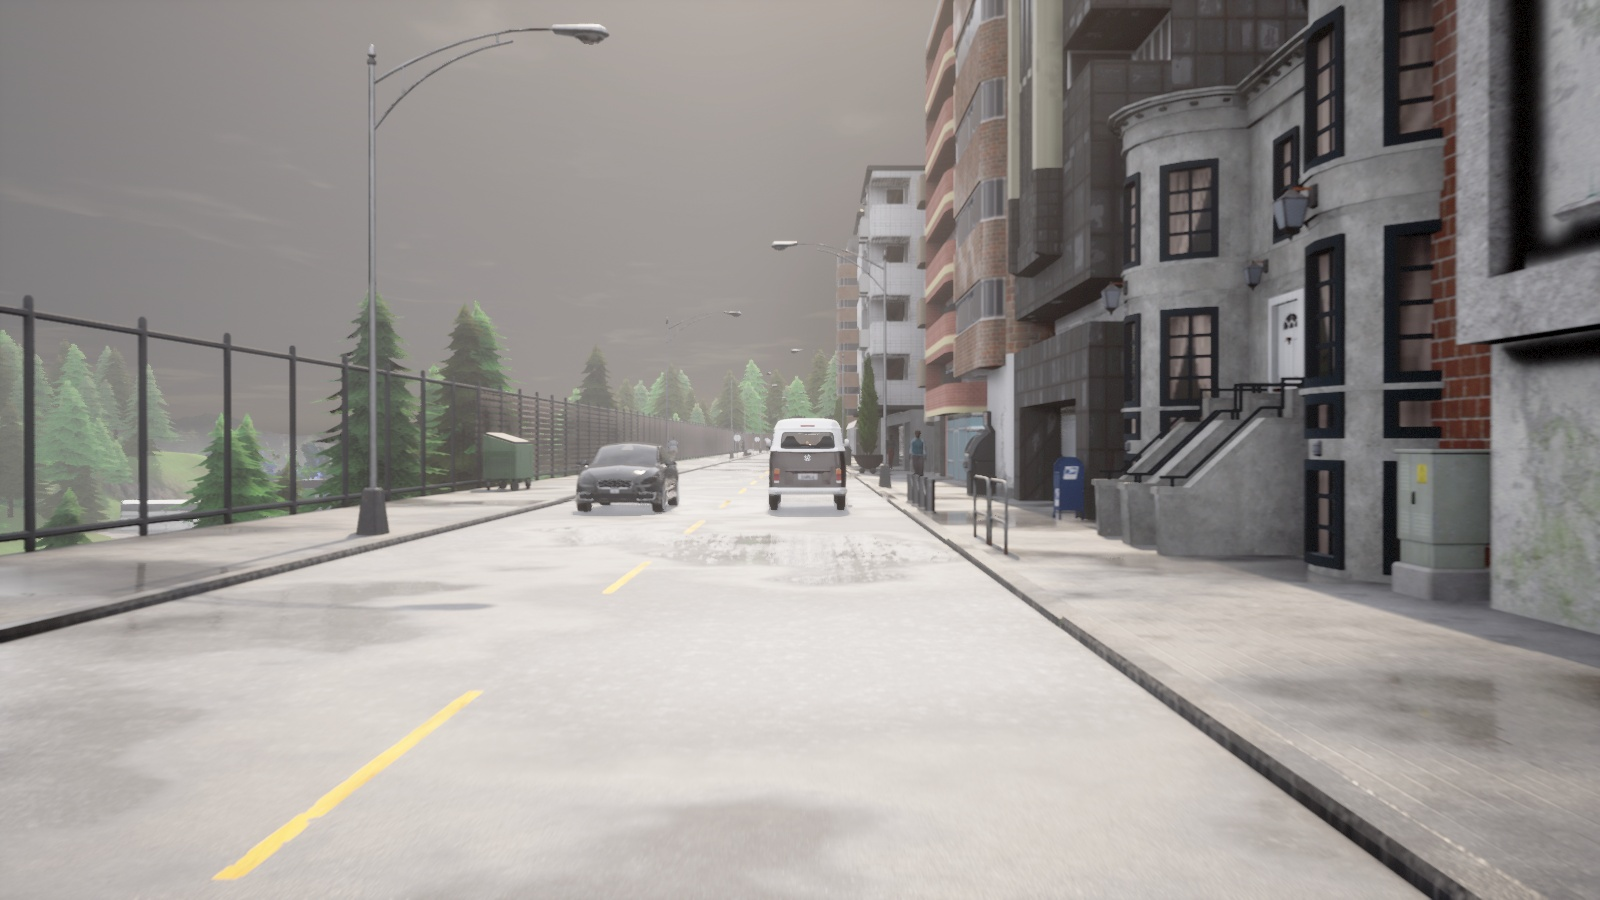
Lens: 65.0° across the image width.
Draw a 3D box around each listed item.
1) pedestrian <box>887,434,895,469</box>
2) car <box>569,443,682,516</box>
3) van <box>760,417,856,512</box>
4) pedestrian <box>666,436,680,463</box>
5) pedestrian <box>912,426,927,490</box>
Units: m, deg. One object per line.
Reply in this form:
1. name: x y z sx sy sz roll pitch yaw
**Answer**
1. pedestrian: 4.868 0.082 67.138 0.353 1.847 0.614 0 0 8
2. car: -3.826 0.589 28.280 1.837 1.490 4.892 0 0 0
3. van: 0.178 0.305 29.333 2.069 2.038 4.480 0 0 0
4. pedestrian: -8.577 -0.028 84.666 0.874 1.855 0.900 0 0 -3
5. pedestrian: 3.657 0.240 38.512 0.396 1.930 0.692 0 0 0
